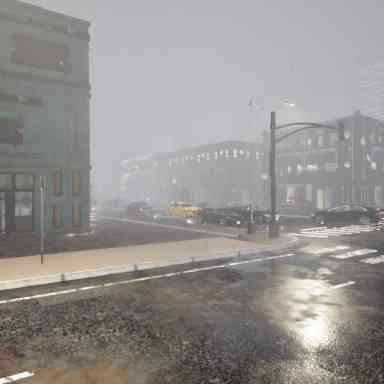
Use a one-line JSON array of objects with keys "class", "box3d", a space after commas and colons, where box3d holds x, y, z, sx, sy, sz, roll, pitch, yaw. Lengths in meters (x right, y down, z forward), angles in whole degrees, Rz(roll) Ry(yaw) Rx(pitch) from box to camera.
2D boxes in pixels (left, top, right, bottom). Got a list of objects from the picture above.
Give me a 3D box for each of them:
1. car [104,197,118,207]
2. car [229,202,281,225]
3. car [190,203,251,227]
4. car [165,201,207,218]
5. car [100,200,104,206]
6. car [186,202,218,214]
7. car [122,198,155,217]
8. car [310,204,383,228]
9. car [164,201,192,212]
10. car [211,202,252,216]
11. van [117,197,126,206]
[{"class": "car", "box3d": [-14.542, 1.939, 64.289, 2.192, 1.841, 5.009, -1, 0, -35]}, {"class": "car", "box3d": [4.787, 1.702, 26.084, 2.128, 1.511, 4.902, -1, 0, -33]}, {"class": "car", "box3d": [2.046, 1.814, 25.251, 1.947, 1.339, 4.313, -1, 0, -35]}, {"class": "car", "box3d": [-0.898, 1.803, 34.314, 1.882, 1.535, 5.008, -1, 0, -34]}, {"class": "car", "box3d": [-17.677, 2.227, 68.847, 1.887, 1.381, 4.507, -1, 0, -35]}, {"class": "car", "box3d": [1.170, 1.903, 41.503, 1.802, 1.307, 4.206, -1, 0, -35]}, {"class": "car", "box3d": [-5.732, 1.846, 36.745, 1.967, 1.590, 4.097, -1, 0, -35]}, {"class": "car", "box3d": [10.780, 1.590, 23.122, 4.902, 1.511, 2.128, -2, 0, 43]}, {"class": "car", "box3d": [-1.970, 1.965, 46.060, 1.802, 1.307, 4.206, -1, 0, -35]}, {"class": "car", "box3d": [4.311, 1.809, 36.945, 2.008, 1.369, 4.403, -2, 0, -35]}, {"class": "van", "box3d": [-11.400, 1.906, 59.732, 1.690, 1.788, 3.998, -1, 0, -35]}]
